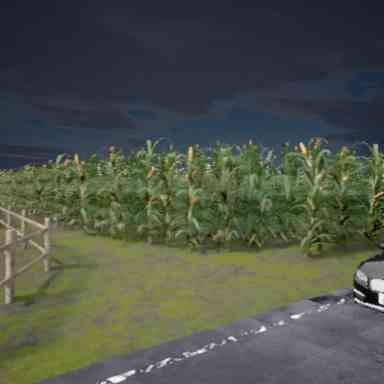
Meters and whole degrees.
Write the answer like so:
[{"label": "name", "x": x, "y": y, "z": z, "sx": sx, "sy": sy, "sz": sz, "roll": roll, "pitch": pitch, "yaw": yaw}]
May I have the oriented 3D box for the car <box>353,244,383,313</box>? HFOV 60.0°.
[{"label": "car", "x": 5.199, "y": 1.490, "z": 6.759, "sx": 4.902, "sy": 1.511, "sz": 2.128, "roll": 0, "pitch": 0, "yaw": -35}]
